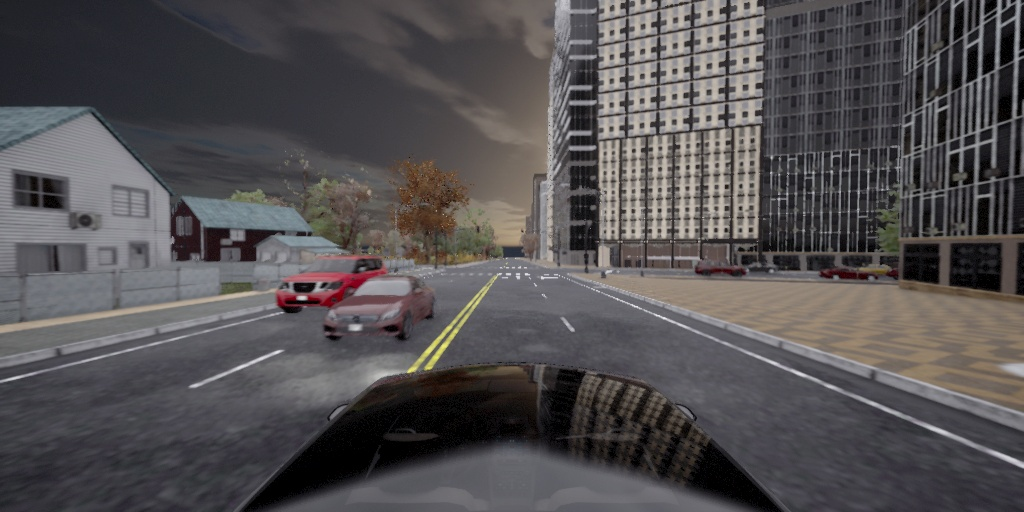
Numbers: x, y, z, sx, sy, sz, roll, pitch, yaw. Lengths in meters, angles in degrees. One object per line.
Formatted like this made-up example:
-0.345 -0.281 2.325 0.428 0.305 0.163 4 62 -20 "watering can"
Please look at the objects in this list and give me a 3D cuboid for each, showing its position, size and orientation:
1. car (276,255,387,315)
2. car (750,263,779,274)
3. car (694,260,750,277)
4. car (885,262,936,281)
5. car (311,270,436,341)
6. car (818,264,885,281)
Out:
-6.597 0.977 14.030 2.150 2.045 5.566 0 0 0 "car"
31.061 1.503 45.340 4.403 1.370 2.007 0 0 20 "car"
23.026 1.423 39.894 5.009 1.841 2.192 0 0 20 "car"
38.993 1.554 34.042 5.009 1.841 2.192 0 0 20 "car"
-3.348 1.278 10.004 1.812 1.442 4.674 0 0 0 "car"
33.671 1.741 35.992 4.507 1.381 1.888 0 0 20 "car"
